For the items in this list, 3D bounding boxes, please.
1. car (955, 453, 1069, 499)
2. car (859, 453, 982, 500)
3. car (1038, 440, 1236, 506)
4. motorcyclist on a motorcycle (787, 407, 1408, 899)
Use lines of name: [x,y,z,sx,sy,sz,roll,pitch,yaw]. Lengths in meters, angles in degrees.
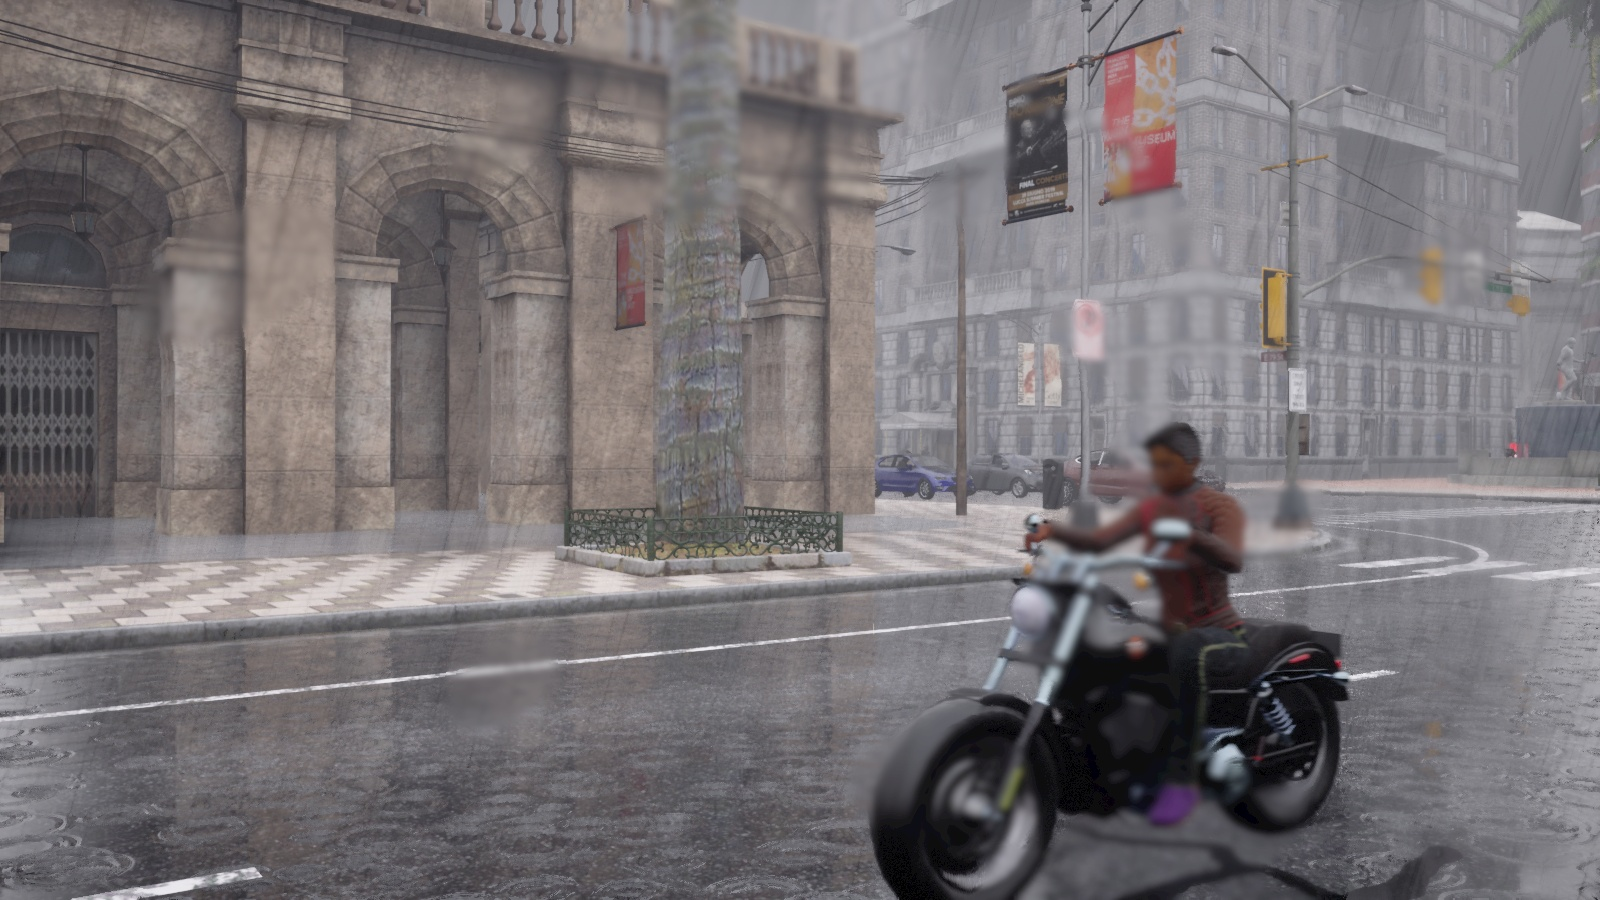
car: [7.234,0.849,43.140,1.845,1.501,3.633,0,0,-35]
car: [3.948,0.852,41.834,1.816,1.474,4.193,0,0,-34]
car: [9.144,0.588,34.468,2.152,1.651,5.027,0,0,-35]
motorcyclist on a motorcycle: [1.143,0.704,4.456,2.350,1.649,0.766,0,0,-35]
